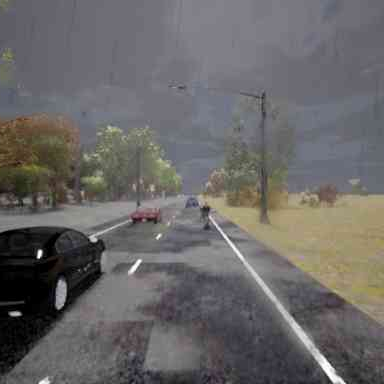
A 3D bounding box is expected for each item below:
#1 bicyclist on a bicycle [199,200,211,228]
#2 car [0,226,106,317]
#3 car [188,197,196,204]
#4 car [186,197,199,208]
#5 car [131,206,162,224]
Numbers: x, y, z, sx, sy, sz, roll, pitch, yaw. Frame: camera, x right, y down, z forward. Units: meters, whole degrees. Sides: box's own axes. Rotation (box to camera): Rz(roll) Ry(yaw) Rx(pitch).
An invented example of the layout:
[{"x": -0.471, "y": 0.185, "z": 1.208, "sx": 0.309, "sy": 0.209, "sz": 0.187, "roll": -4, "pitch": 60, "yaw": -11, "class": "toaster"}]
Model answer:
[{"x": 0.965, "y": 1.492, "z": 22.436, "sx": 0.659, "sy": 1.776, "sz": 1.843, "roll": 0, "pitch": 0, "yaw": 0, "class": "bicyclist on a bicycle"}, {"x": -3.400, "y": 1.519, "z": 7.685, "sx": 1.882, "sy": 1.535, "sz": 5.008, "roll": 0, "pitch": 0, "yaw": 0, "class": "car"}, {"x": -0.004, "y": 1.903, "z": 74.242, "sx": 1.837, "sy": 1.490, "sz": 4.892, "roll": 0, "pitch": 0, "yaw": 0, "class": "car"}, {"x": 0.085, "y": 1.655, "z": 55.930, "sx": 2.097, "sy": 1.767, "sz": 4.553, "roll": 0, "pitch": 0, "yaw": 0, "class": "car"}, {"x": -3.404, "y": 1.740, "z": 25.984, "sx": 1.895, "sy": 1.301, "sz": 4.718, "roll": 0, "pitch": 0, "yaw": 0, "class": "car"}]
